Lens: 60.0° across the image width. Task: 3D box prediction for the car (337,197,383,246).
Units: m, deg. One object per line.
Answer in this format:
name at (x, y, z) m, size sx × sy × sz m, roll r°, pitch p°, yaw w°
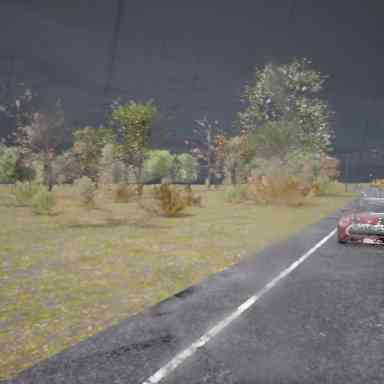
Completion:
car at (7.162, 1.032, 13.253) m, size 2.097 × 1.767 × 4.553 m, roll 0°, pitch 1°, yaw 31°
